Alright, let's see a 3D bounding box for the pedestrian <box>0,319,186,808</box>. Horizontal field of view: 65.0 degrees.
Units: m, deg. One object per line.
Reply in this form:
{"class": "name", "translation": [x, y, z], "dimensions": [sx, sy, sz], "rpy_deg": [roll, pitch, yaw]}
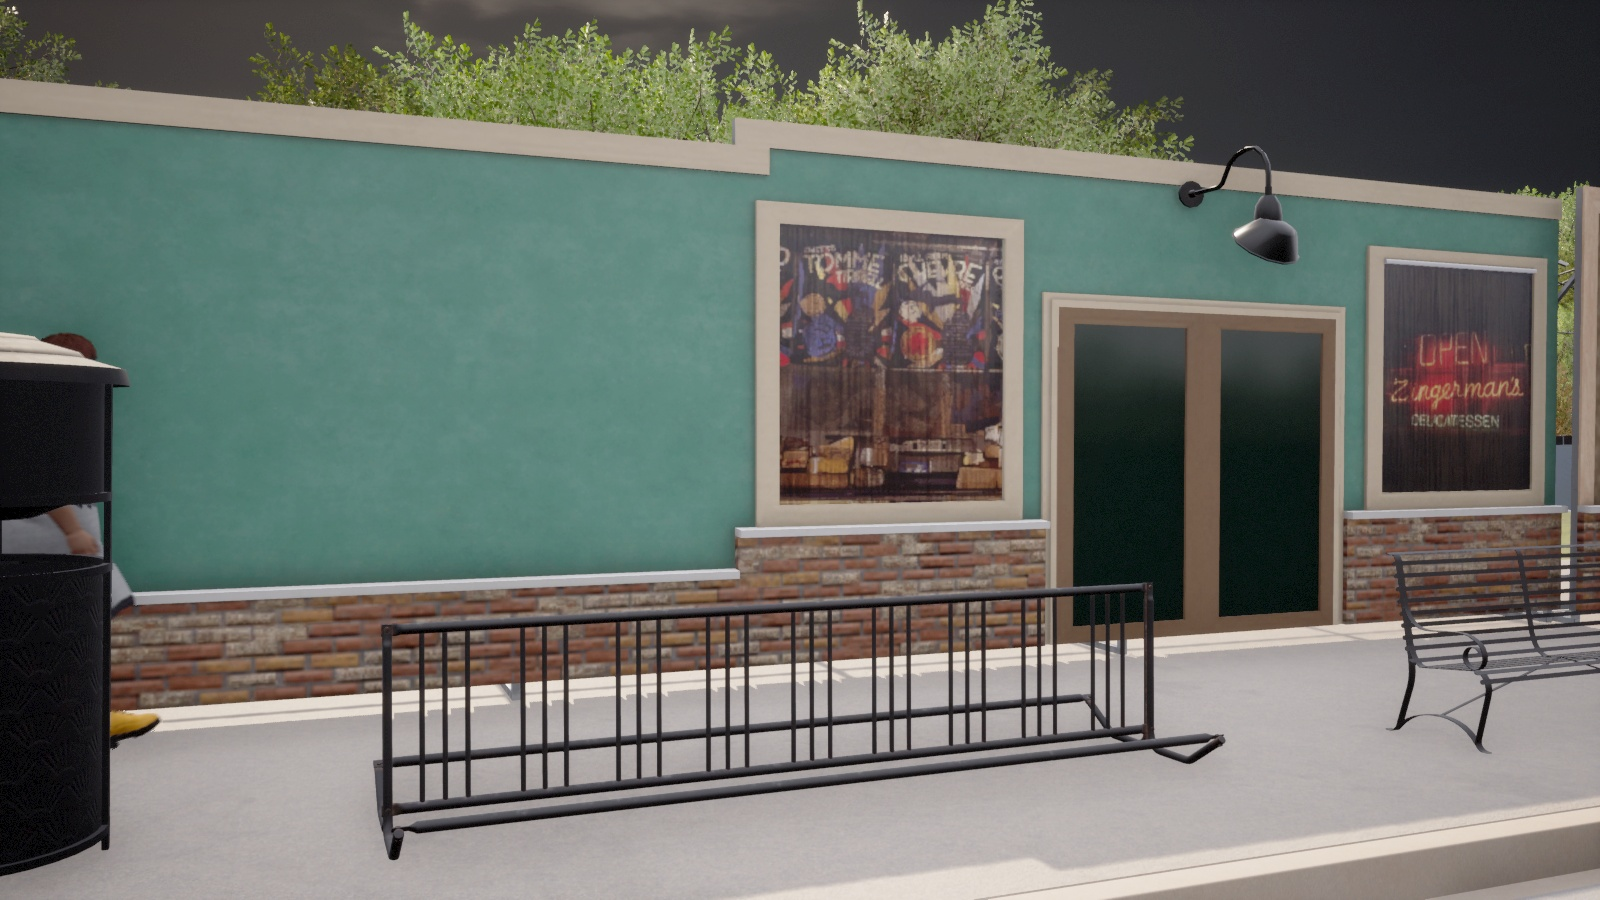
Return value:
{"class": "pedestrian", "translation": [-3.162, 0.451, 5.371], "dimensions": [0.873, 1.952, 0.659], "rpy_deg": [-1, 1, -20]}
